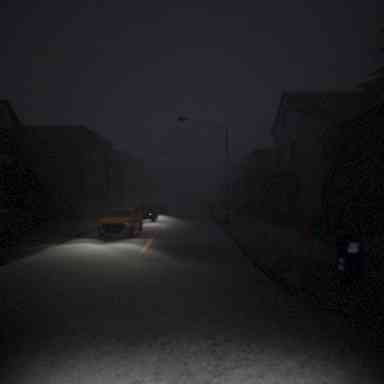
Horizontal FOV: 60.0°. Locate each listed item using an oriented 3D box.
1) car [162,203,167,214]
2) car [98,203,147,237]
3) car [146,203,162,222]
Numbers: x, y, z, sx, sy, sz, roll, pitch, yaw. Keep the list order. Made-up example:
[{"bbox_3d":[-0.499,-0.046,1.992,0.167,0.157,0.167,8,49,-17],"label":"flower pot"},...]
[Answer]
[{"bbox_3d":[-4.059,1.950,39.703,1.895,1.301,4.718,0,-1,0],"label":"car"},{"bbox_3d":[-4.082,1.651,19.580,1.882,1.535,5.008,0,-1,0],"label":"car"},{"bbox_3d":[-4.075,1.765,29.550,1.837,1.490,4.892,0,-1,0],"label":"car"}]
